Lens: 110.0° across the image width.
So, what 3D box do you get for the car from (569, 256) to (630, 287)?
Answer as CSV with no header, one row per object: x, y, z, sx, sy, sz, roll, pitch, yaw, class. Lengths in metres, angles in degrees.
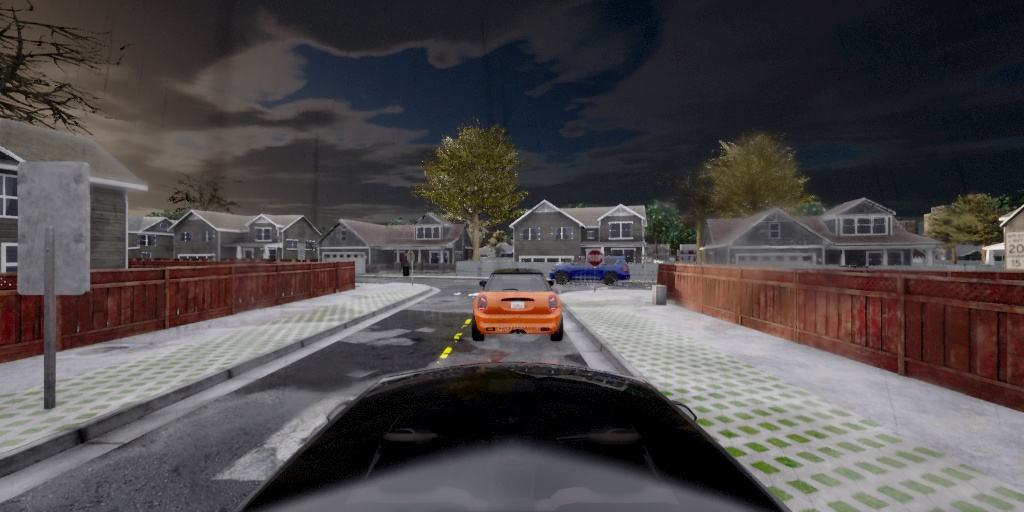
5.419,1.017,25.313,5.566,2.045,2.150,1,0,15,car

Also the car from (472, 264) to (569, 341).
0.132,1.103,10.016,2.097,1.767,4.553,0,0,0,car

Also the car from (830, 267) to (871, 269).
19.291,1.374,20.862,4.892,1.490,1.837,1,0,19,car
